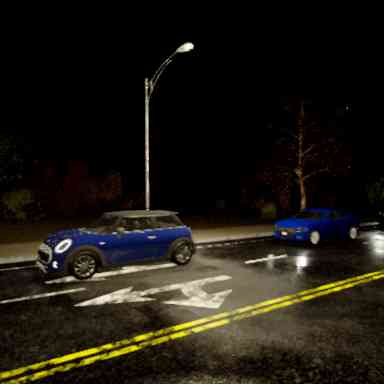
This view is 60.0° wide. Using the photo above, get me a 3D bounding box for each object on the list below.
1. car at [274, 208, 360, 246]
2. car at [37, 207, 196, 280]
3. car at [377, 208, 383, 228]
[{"bbox_3d":[6.065,1.545,15.941,5.008,1.535,1.882,0,0,-35],"label":"car"},{"bbox_3d":[-2.165,1.371,10.107,4.553,1.767,2.097,0,0,-35],"label":"car"},{"bbox_3d":[14.450,1.335,21.888,5.566,2.045,2.150,0,0,-36],"label":"car"}]
